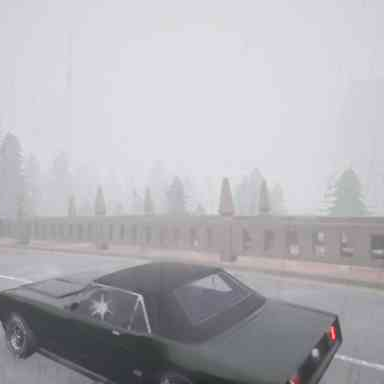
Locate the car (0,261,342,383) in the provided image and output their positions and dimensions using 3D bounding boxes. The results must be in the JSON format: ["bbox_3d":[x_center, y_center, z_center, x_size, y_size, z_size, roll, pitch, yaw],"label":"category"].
[{"bbox_3d":[-0.693,1.650,4.485,4.718,1.301,1.895,-1,-1,35],"label":"car"}]
